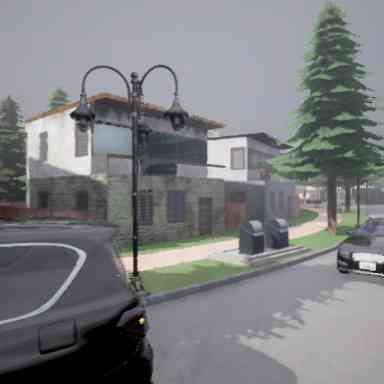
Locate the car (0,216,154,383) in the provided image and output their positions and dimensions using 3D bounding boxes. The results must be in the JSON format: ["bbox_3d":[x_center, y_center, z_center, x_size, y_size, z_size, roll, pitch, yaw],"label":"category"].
[{"bbox_3d":[-2.933,1.256,2.077,5.566,2.045,2.150,0,-1,-36],"label":"car"}]

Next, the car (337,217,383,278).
[{"bbox_3d":[5.866,1.520,9.815,2.128,1.511,4.902,-1,-1,42],"label":"car"}]

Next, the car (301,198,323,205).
[{"bbox_3d":[23.921,1.859,66.763,1.895,1.301,4.718,0,0,-18],"label":"car"}]
